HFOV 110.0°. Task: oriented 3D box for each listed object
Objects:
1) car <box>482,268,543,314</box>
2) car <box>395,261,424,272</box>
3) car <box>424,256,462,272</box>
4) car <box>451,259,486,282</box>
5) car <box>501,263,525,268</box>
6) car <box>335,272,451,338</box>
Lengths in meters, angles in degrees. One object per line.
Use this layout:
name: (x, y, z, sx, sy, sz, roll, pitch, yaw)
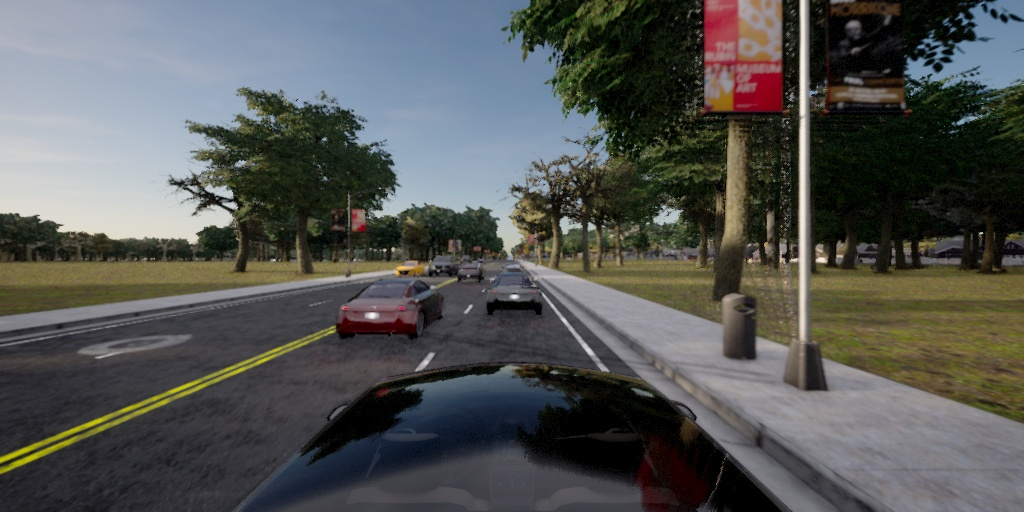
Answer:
car: (0.085, 1.319, 13.843, 1.994, 1.385, 4.181, 0, 0, 0)
car: (-9.868, 1.241, 35.105, 1.882, 1.535, 5.008, 0, 0, 0)
car: (-6.620, 0.983, 35.013, 2.150, 2.045, 5.566, 0, 0, 0)
car: (-3.175, 1.252, 28.646, 2.128, 1.511, 4.902, 0, 0, 0)
car: (0.076, 1.287, 29.637, 1.812, 1.442, 4.674, 0, 0, 0)
car: (-3.170, 1.318, 10.146, 1.994, 1.385, 4.181, 0, 0, 0)
